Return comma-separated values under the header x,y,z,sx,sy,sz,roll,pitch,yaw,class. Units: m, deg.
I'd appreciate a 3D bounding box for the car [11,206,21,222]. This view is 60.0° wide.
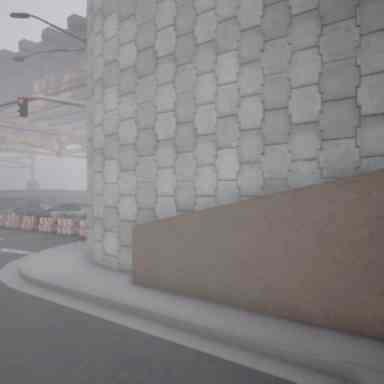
x,y,z,sx,sy,sz,roll,pitch,yaw,class
-12.236,1.479,25.542,2.038,1.542,4.974,0,0,-10,car

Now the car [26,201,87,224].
x,y,z,sx,sy,sz,roll,pitch,yaw,class
-8.494,1.317,22.781,4.536,1.218,1.853,0,0,0,car

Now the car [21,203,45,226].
x,y,z,sx,sy,sz,roll,pitch,yaw,class
-8.546,1.474,22.781,4.974,1.542,2.038,0,0,0,car

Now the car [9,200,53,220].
x,y,z,sx,sy,sz,roll,pitch,yaw,class
-12.245,1.322,25.593,1.853,1.218,4.536,0,0,-10,car
